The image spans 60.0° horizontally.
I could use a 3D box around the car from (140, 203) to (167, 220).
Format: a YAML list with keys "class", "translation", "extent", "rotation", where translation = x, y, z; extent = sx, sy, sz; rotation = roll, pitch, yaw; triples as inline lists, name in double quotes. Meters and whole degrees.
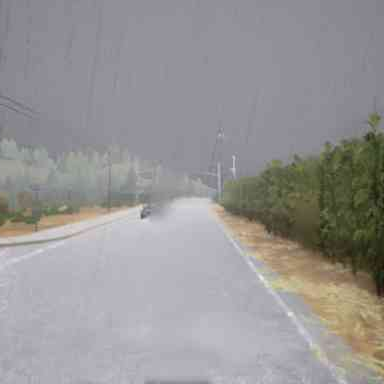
- class: "car"
  translation: [-3.280, 1.626, 28.902]
  extent: [1.994, 1.385, 4.181]
  rotation: [0, 0, 0]
